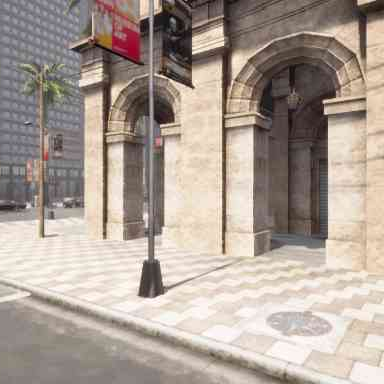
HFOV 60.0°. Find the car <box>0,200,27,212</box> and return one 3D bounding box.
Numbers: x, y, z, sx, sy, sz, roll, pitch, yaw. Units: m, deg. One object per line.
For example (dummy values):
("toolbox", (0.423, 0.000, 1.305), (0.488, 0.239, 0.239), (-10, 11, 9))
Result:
("car", (-21.169, 1.601, 37.052), (1.895, 1.301, 4.718), (0, 0, 36))

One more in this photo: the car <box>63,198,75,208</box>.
("car", (-16.562, 1.513, 48.769), (2.161, 1.482, 4.786), (0, 0, 35))

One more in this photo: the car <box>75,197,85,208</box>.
("car", (-13.683, 1.500, 47.476), (1.837, 1.490, 4.892), (0, 1, 36))
